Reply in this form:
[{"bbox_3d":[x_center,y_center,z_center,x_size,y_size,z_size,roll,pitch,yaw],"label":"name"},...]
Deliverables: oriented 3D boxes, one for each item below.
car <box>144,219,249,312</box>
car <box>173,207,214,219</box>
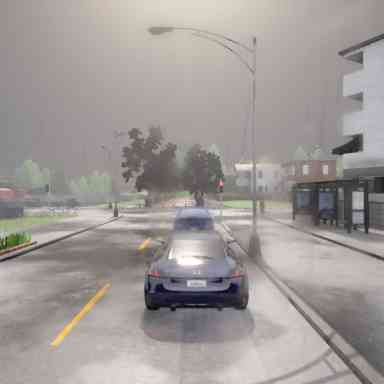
[{"bbox_3d":[0.090,1.564,7.808,1.994,1.385,4.181,0,0,0],"label":"car"},{"bbox_3d":[0.080,1.478,16.791,1.882,1.535,5.008,0,0,0],"label":"car"}]
